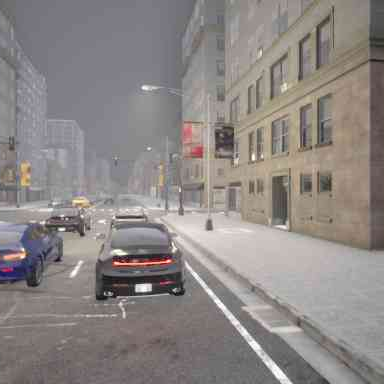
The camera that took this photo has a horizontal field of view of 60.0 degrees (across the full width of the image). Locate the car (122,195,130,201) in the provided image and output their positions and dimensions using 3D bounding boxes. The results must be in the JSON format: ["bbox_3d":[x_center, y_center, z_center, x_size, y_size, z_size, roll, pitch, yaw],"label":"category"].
[{"bbox_3d":[-17.840,1.499,89.814,1.882,1.535,5.008,0,0,-11],"label":"car"}]

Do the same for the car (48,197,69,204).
[{"bbox_3d":[-19.546,1.510,48.175,2.128,1.511,4.902,0,0,-14],"label":"car"}]

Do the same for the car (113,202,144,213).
[{"bbox_3d":[-3.297,1.495,17.579,2.128,1.511,4.902,0,0,-11],"label":"car"}]

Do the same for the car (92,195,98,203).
[{"bbox_3d":[-18.132,1.373,58.036,2.097,1.767,4.553,0,0,-12],"label":"car"}]

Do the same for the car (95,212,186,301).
[{"bbox_3d":[-1.360,1.506,8.456,1.837,1.490,4.892,0,0,-11],"label":"car"}]

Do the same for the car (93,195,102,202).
[{"bbox_3d":[-21.999,1.497,77.532,1.837,1.490,4.892,0,0,-11],"label":"car"}]

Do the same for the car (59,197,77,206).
[{"bbox_3d":[-21.393,1.568,57.745,2.033,1.411,5.357,0,0,-11],"label":"car"}]

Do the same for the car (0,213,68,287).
[{"bbox_3d":[-4.784,1.527,9.020,1.812,1.442,4.674,0,0,-11],"label":"car"}]

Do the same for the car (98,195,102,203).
[{"bbox_3d":[-20.008,1.575,67.647,1.994,1.385,4.181,0,0,-11],"label":"car"}]

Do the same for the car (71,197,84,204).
[{"bbox_3d":[-23.311,1.617,67.588,1.895,1.301,4.718,0,0,-11],"label":"car"}]

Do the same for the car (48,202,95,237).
[{"bbox_3d":[-6.591,1.509,17.988,1.837,1.490,4.892,0,0,-11],"label":"car"}]

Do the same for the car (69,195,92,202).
[{"bbox_3d":[-16.335,1.496,48.949,1.882,1.535,5.008,0,0,-11],"label":"car"}]

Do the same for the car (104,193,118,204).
[{"bbox_3d":[-16.072,1.526,65.069,1.837,1.490,4.892,0,0,-11],"label":"car"}]

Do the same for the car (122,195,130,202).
[{"bbox_3d":[-15.869,1.617,80.018,1.895,1.301,4.718,0,0,-11],"label":"car"}]
